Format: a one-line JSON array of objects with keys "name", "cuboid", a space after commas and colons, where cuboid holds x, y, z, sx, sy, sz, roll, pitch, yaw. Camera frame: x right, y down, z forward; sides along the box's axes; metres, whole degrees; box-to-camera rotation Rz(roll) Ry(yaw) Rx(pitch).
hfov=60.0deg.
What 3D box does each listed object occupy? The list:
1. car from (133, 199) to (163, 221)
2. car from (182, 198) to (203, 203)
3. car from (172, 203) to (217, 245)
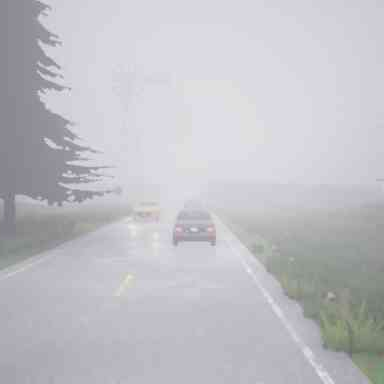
[{"name": "car", "cuboid": [-3.303, 1.315, 25.652, 1.882, 1.535, 5.008, 0, 0, 0]}, {"name": "car", "cuboid": [0.082, 1.286, 32.583, 2.128, 1.511, 4.902, 0, 0, 0]}, {"name": "car", "cuboid": [0.089, 1.452, 14.982, 2.033, 1.411, 5.357, 0, 0, 0]}]
